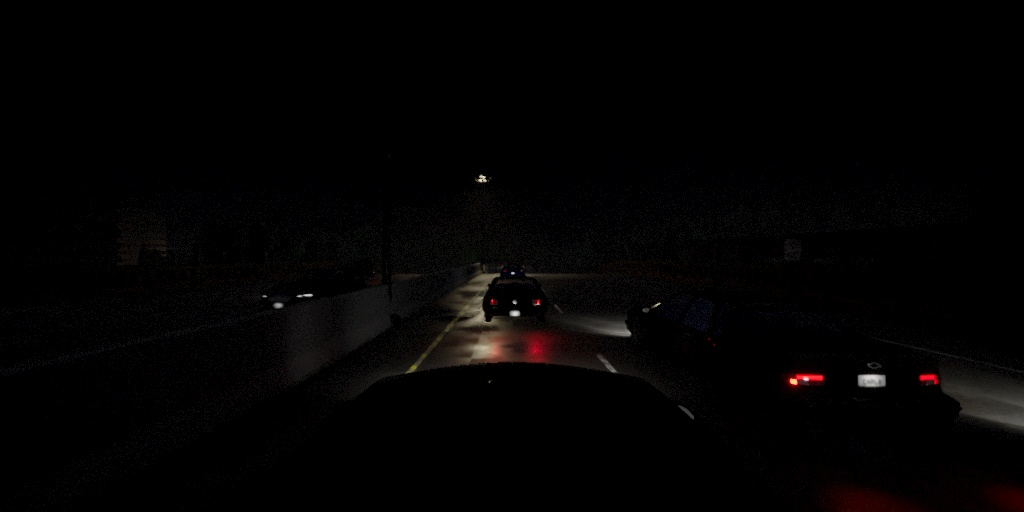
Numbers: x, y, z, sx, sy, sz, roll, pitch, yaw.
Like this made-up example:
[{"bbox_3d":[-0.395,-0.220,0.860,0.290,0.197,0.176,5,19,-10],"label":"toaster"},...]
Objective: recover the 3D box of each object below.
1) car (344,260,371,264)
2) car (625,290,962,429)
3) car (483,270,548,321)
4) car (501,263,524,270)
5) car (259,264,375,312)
[{"bbox_3d":[-10.616,1.232,22.668,1.837,1.490,4.892,0,0,0],"label":"car"},{"bbox_3d":[3.596,1.290,6.098,2.033,1.411,5.357,0,0,0],"label":"car"},{"bbox_3d":[0.091,1.337,12.389,1.895,1.301,4.718,0,0,0],"label":"car"},{"bbox_3d":[0.075,1.277,29.692,1.994,1.385,4.181,0,0,0],"label":"car"},{"bbox_3d":[-7.109,1.229,13.339,2.128,1.511,4.902,0,0,0],"label":"car"}]
